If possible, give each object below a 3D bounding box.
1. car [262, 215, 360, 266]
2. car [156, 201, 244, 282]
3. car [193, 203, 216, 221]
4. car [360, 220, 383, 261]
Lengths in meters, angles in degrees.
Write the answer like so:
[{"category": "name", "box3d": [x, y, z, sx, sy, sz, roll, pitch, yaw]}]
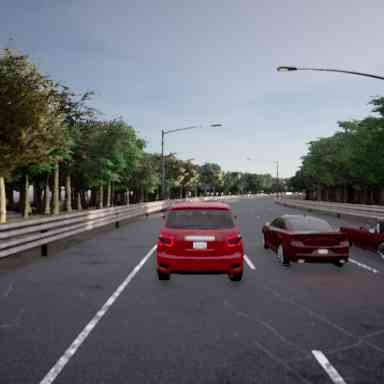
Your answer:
[{"category": "car", "box3d": [3.787, 1.547, 11.923, 1.882, 1.535, 5.008, 0, 0, 1]}, {"category": "car", "box3d": [0.235, 1.283, 10.138, 2.150, 2.045, 5.566, 0, 0, 1]}, {"category": "car", "box3d": [1.202, 1.741, 30.332, 1.994, 1.385, 4.181, 0, 0, 4]}, {"category": "car", "box3d": [7.299, 1.673, 12.383, 1.895, 1.301, 4.718, 0, 0, 2]}]
